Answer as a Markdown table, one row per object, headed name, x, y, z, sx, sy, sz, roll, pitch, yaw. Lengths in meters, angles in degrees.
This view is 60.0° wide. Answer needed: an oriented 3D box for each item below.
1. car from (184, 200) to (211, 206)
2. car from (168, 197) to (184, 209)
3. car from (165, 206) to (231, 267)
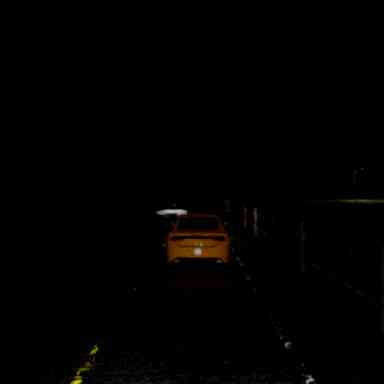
| name | x | y | z | sx | sy | sz | roll | pitch | yaw |
| --- | --- | --- | --- | --- | --- | --- | --- | --- | --- |
| car | 0.578 | 1.419 | 27.837 | 1.882 | 1.535 | 5.008 | 0 | 0 | 2 |
| car | -2.014 | 1.412 | 43.224 | 2.128 | 1.511 | 4.902 | 0 | 0 | 1 |
| car | 0.227 | 1.452 | 11.380 | 1.882 | 1.535 | 5.008 | 0 | 0 | 2 |
